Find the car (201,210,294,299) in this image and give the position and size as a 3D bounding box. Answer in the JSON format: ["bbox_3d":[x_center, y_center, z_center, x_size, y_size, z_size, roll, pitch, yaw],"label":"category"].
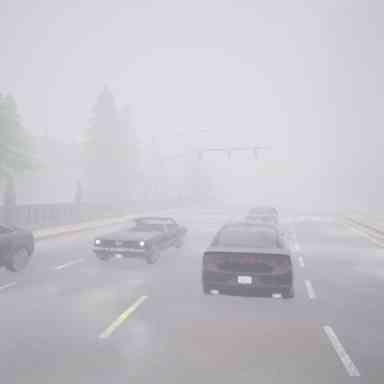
[{"bbox_3d":[1.495,1.464,8.577,1.882,1.535,5.008,0,0,12],"label":"car"}]

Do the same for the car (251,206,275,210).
[{"bbox_3d":[4.184,1.513,19.607,2.033,1.411,5.357,0,0,15],"label":"car"}]

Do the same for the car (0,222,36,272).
[{"bbox_3d":[-5.993,1.495,8.193,2.128,1.511,4.902,0,0,11],"label":"car"}]

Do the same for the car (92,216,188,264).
[{"bbox_3d":[-1.636,1.590,12.008,1.895,1.301,4.718,0,0,14],"label":"car"}]
